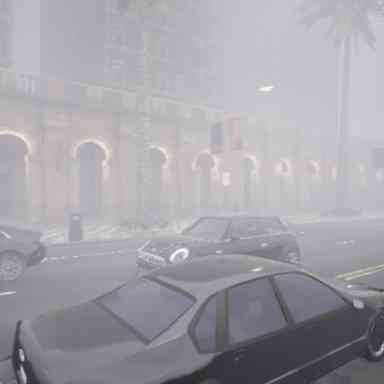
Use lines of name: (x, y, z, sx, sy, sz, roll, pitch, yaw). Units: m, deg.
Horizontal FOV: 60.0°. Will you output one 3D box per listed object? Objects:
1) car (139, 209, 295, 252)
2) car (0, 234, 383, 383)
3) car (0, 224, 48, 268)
car: (0.797, 1.385, 8.858, 4.553, 1.767, 2.097, 0, 0, -35)
car: (0.654, 1.564, 4.213, 5.357, 1.411, 2.033, 0, 0, -36)
car: (-6.193, 1.488, 8.173, 4.902, 1.511, 2.128, 0, 0, -35)
